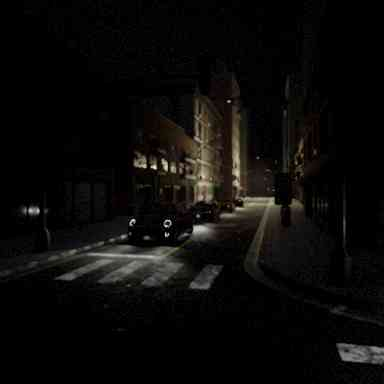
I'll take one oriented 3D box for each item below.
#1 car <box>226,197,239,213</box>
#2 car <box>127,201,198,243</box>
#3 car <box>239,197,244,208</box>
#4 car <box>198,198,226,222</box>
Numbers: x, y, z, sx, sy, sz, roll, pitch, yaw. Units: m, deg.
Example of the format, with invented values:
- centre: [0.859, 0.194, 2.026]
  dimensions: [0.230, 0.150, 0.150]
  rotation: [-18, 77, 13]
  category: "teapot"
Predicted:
- centre: [3.494, 1.361, 35.557]
  dimensions: [1.882, 1.535, 5.008]
  rotation: [0, 0, 14]
  category: "car"
- centre: [-1.352, 1.309, 15.913]
  dimensions: [2.097, 1.767, 4.553]
  rotation: [0, 0, 13]
  category: "car"
- centre: [5.957, 1.405, 45.328]
  dimensions: [1.994, 1.385, 4.181]
  rotation: [0, 0, 15]
  category: "car"
- centre: [1.027, 1.413, 25.614]
  dimensions: [2.128, 1.511, 4.902]
  rotation: [0, 0, 14]
  category: "car"
